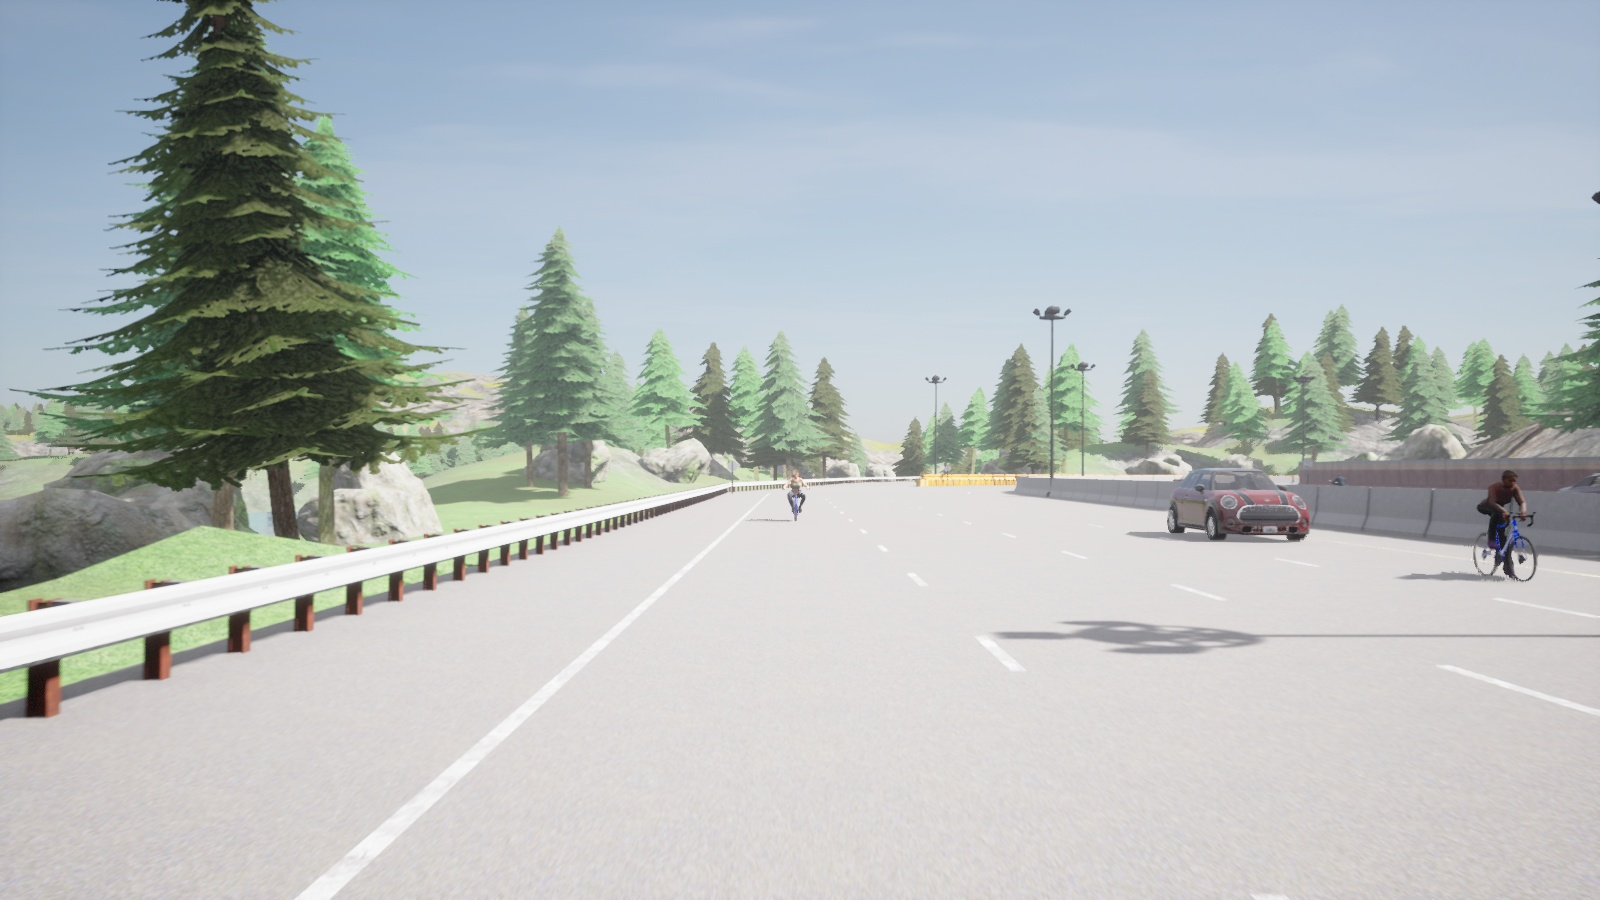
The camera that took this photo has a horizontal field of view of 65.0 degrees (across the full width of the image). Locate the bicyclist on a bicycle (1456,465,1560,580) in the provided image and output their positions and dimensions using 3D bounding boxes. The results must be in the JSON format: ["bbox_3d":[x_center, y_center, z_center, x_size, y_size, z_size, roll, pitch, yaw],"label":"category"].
[{"bbox_3d":[10.456,1.037,18.614,0.582,1.620,1.656,0,-1,0],"label":"bicyclist on a bicycle"}]

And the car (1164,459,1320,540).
[{"bbox_3d":[10.426,1.134,30.012,2.097,1.767,4.553,0,-1,0],"label":"car"}]

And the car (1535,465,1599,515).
[{"bbox_3d":[27.861,1.360,43.431,2.033,1.649,4.856,0,-1,0],"label":"car"}]
